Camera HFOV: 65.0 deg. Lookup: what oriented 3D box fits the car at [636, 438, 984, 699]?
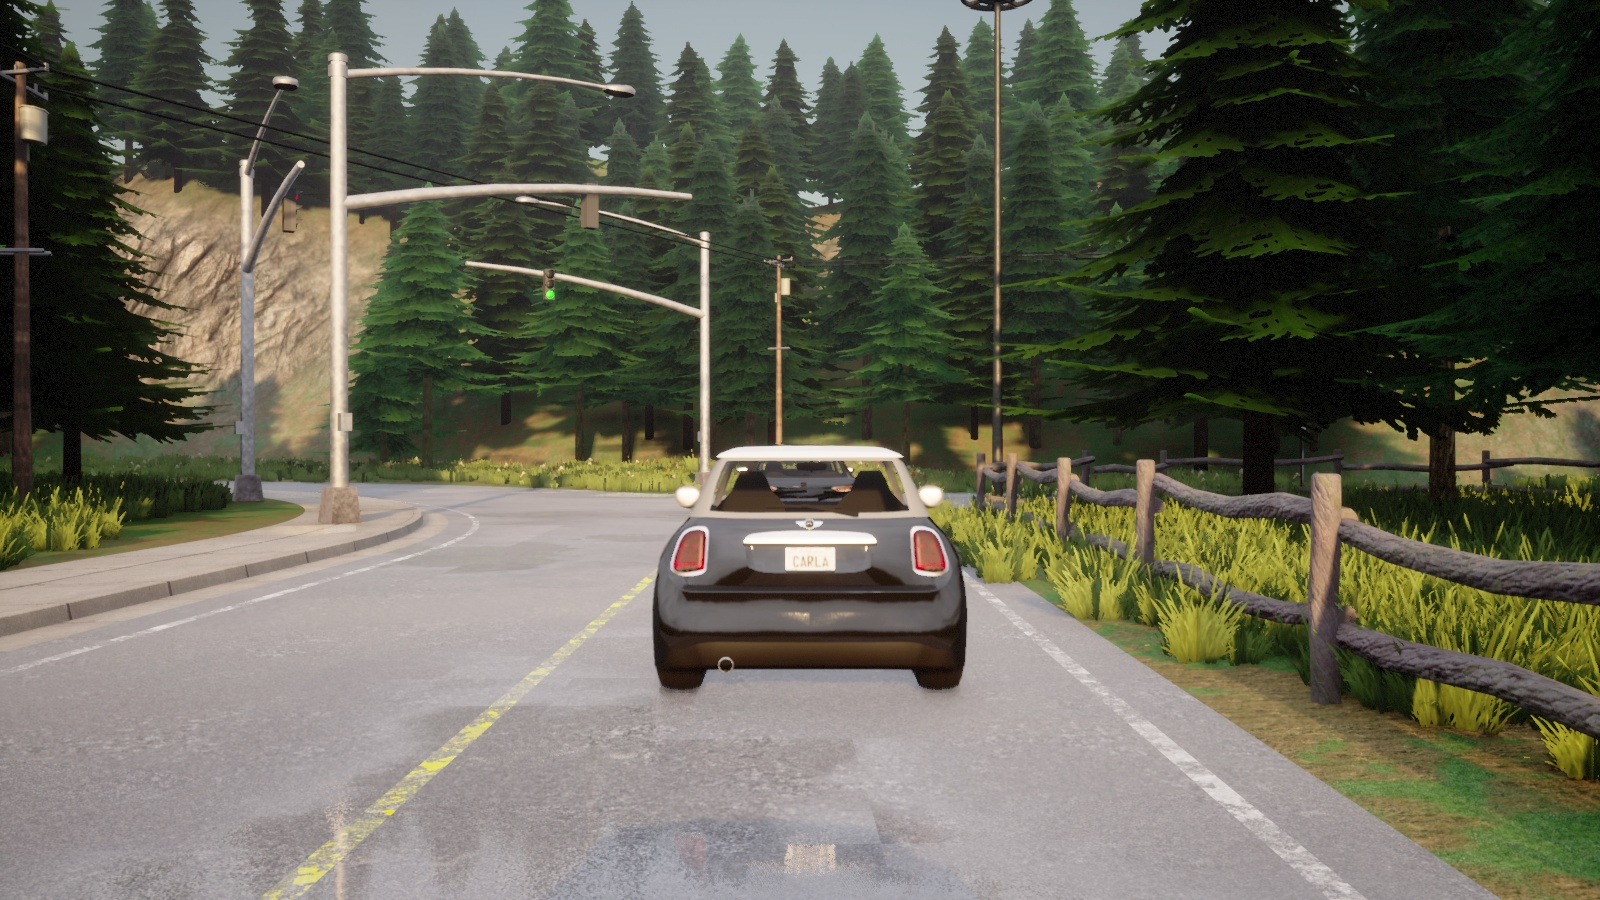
[{"bbox_3d":[0.065,0.661,9.017,1.970,1.475,3.806,0,0,0],"label":"car"}]
